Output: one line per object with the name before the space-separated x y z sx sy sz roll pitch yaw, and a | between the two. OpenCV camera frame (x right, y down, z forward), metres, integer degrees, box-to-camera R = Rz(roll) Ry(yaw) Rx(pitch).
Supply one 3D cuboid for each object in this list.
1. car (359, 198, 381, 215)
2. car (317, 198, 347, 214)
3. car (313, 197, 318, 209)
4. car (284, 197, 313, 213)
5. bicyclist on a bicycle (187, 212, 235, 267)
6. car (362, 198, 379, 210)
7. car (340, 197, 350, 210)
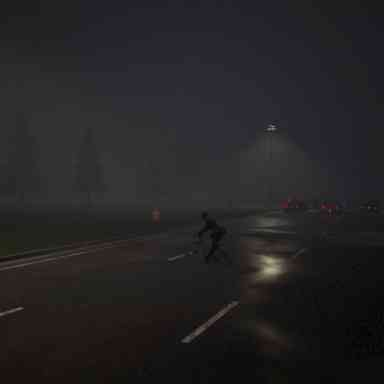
car | 18.146 1.547 33.962 2.033 1.411 5.357 0 0 30
car | 15.076 1.601 35.643 1.895 1.301 4.718 0 0 29
car | 16.609 1.505 45.657 1.837 1.490 4.892 0 0 30
car | 11.453 1.547 36.344 2.033 1.411 5.357 0 0 29
bicyclist on a bicycle | 0.545 1.453 10.271 1.656 1.620 0.582 -1 0 29
car | 23.203 1.505 43.089 1.837 1.490 4.892 0 0 30
car | 19.898 1.478 44.357 1.882 1.535 5.008 0 0 30
